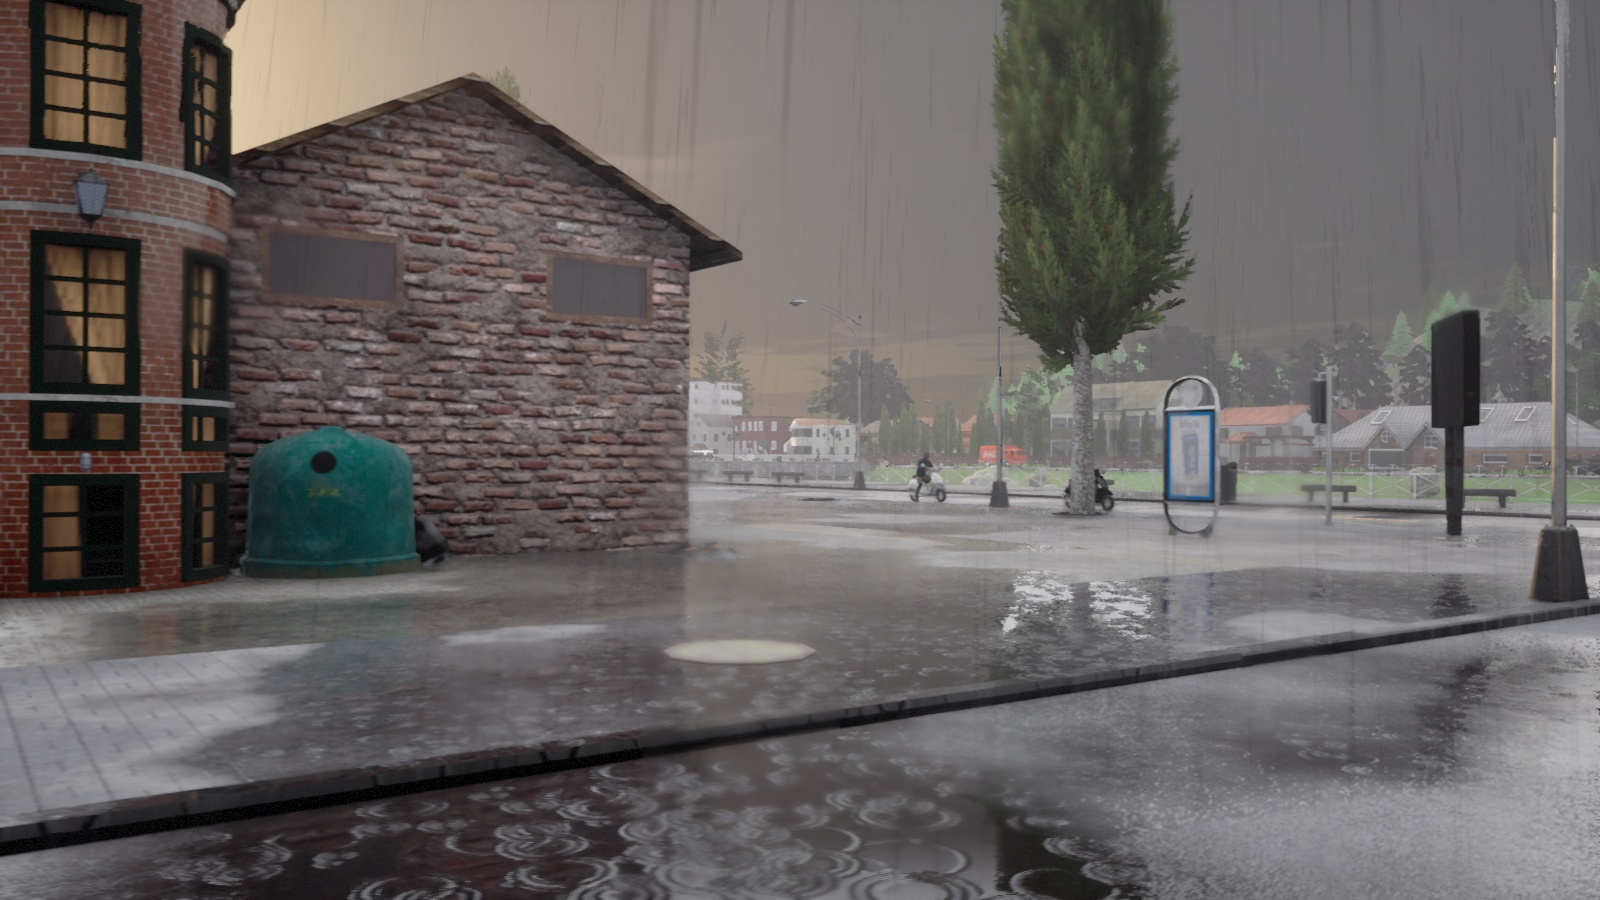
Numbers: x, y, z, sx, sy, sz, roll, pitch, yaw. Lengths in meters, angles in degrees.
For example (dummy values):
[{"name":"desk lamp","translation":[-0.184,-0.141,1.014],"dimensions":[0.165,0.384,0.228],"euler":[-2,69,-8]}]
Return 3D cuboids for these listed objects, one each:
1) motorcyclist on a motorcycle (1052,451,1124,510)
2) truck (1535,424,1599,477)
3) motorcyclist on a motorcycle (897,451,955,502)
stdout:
[{"name":"motorcyclist on a motorcycle","translation":[7.893,0.814,34.465],"dimensions":[0.866,1.590,1.817],"euler":[0,0,-35]},{"name":"truck","translation":[53.742,0.024,83.498],"dimensions":[2.891,3.462,7.936],"euler":[0,0,-35]},{"name":"motorcyclist on a motorcycle","translation":[4.019,0.836,40.021],"dimensions":[0.866,1.590,1.817],"euler":[0,0,-35]}]
